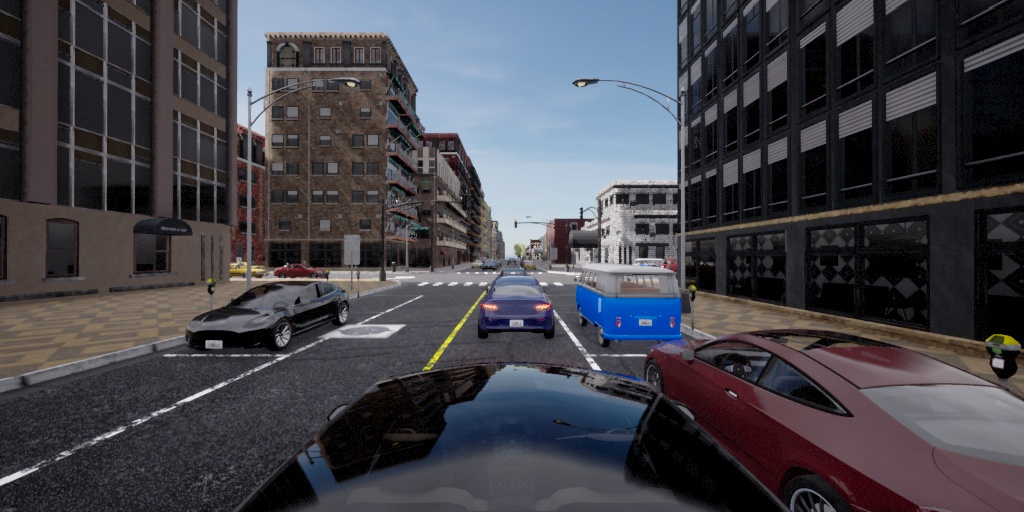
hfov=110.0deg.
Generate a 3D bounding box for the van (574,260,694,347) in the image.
[{"bbox_3d":[2.656,1.092,9.000,1.690,1.789,3.998,0,0,0],"label":"van"}]

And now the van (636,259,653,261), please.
[{"bbox_3d":[14.893,1.175,38.266,3.998,1.789,1.690,0,0,0],"label":"van"}]

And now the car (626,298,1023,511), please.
[{"bbox_3d":[2.657,1.332,3.311,1.802,1.307,4.207,0,0,0],"label":"car"}]

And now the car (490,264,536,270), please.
[{"bbox_3d":[0.090,1.318,18.451,1.994,1.385,4.181,0,0,0],"label":"car"}]

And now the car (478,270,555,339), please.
[{"bbox_3d":[0.100,1.277,10.000,1.812,1.442,4.674,0,0,0],"label":"car"}]

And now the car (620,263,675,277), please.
[{"bbox_3d":[13.399,1.418,35.696,4.718,1.301,1.895,0,0,1],"label":"car"}]

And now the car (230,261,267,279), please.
[{"bbox_3d":[-22.963,1.216,29.791,4.829,1.417,1.751,0,0,0],"label":"car"}]

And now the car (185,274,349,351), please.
[{"bbox_3d":[-5.691,1.317,9.025,1.948,1.339,4.313,0,0,0],"label":"car"}]

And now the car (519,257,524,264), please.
[{"bbox_3d":[2.683,1.382,64.865,1.802,1.307,4.207,0,0,0],"label":"car"}]

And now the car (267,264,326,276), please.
[{"bbox_3d":[-17.470,1.284,29.805,4.207,1.307,1.802,0,0,0],"label":"car"}]

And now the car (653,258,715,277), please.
[{"bbox_3d":[14.916,1.107,29.886,5.009,1.841,2.192,0,0,0],"label":"car"}]

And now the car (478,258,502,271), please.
[{"bbox_3d":[-3.067,1.329,50.632,2.033,1.411,5.357,0,0,3],"label":"car"}]

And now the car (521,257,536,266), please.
[{"bbox_3d":[2.684,1.311,53.956,1.751,1.417,4.829,0,0,0],"label":"car"}]

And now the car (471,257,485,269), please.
[{"bbox_3d":[-5.697,1.318,59.153,1.751,1.417,4.829,0,0,0],"label":"car"}]
